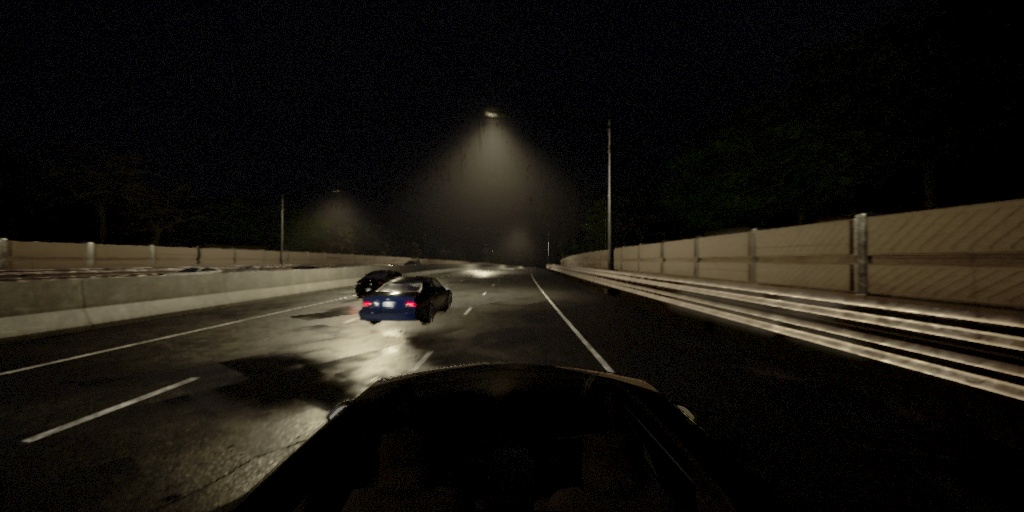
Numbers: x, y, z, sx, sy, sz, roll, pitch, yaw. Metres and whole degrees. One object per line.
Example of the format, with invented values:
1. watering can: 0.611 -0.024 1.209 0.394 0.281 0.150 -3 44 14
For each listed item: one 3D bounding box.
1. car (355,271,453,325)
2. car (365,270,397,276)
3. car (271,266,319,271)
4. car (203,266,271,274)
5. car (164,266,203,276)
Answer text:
1. car: -3.358 1.404 12.298 2.033 1.411 5.357 0 -1 0
2. car: -6.774 1.460 19.308 1.812 1.442 4.674 0 -1 1
3. car: -17.266 1.566 29.701 1.812 1.442 4.674 0 -1 2
4. car: -20.804 1.506 28.083 2.128 1.511 4.902 0 -1 1
5. car: -24.314 1.530 27.679 1.812 1.442 4.674 0 -1 1
